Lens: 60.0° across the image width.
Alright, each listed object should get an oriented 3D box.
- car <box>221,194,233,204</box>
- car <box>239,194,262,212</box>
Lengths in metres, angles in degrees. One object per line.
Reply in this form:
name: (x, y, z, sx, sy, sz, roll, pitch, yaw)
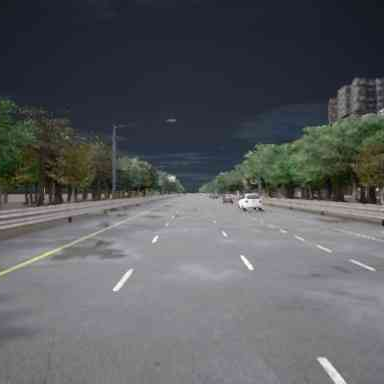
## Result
car: (7.146, 1.600, 67.485, 1.812, 1.442, 4.674, 0, 0, 0)
car: (7.037, 1.261, 40.450, 2.150, 2.045, 5.566, 0, 0, 0)
